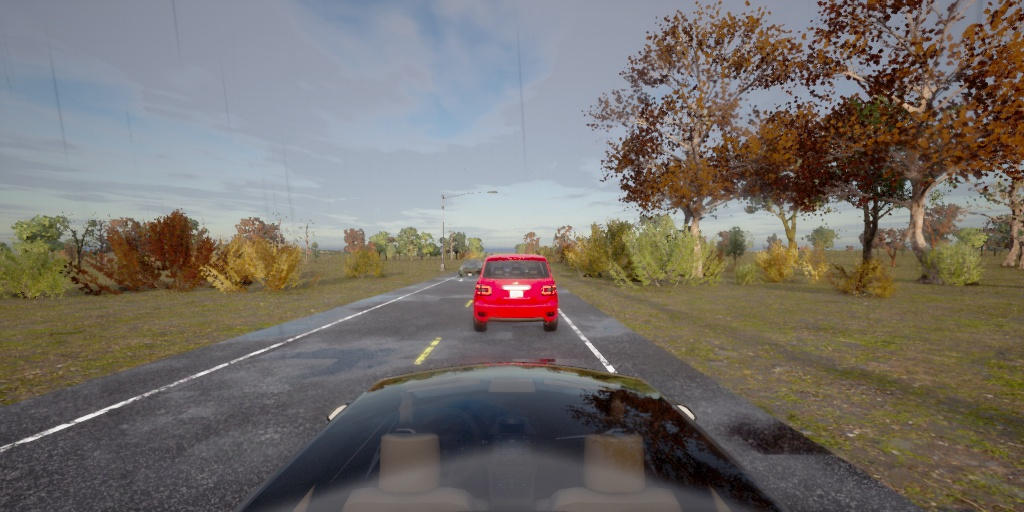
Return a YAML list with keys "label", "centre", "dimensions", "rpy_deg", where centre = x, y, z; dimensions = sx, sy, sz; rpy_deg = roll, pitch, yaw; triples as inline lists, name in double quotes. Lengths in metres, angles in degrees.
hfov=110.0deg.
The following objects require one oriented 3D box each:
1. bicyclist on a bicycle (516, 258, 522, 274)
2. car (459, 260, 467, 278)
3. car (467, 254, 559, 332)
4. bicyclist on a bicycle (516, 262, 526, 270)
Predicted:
- label: "bicyclist on a bicycle"
  centre: [0.784, 1.107, 40.182]
  dimensions: [0.659, 1.776, 1.843]
  rpy_deg: [0, 0, 0]
- label: "car"
  centre: [-3.733, 1.091, 33.877]
  dimensions: [2.097, 1.767, 4.553]
  rpy_deg: [0, 0, 0]
- label: "car"
  centre: [0.078, 0.968, 10.990]
  dimensions: [2.150, 2.045, 5.566]
  rpy_deg: [0, 0, -1]
- label: "bicyclist on a bicycle"
  centre: [0.859, 1.110, 30.169]
  dimensions: [0.659, 1.776, 1.843]
  rpy_deg: [0, 0, 0]
